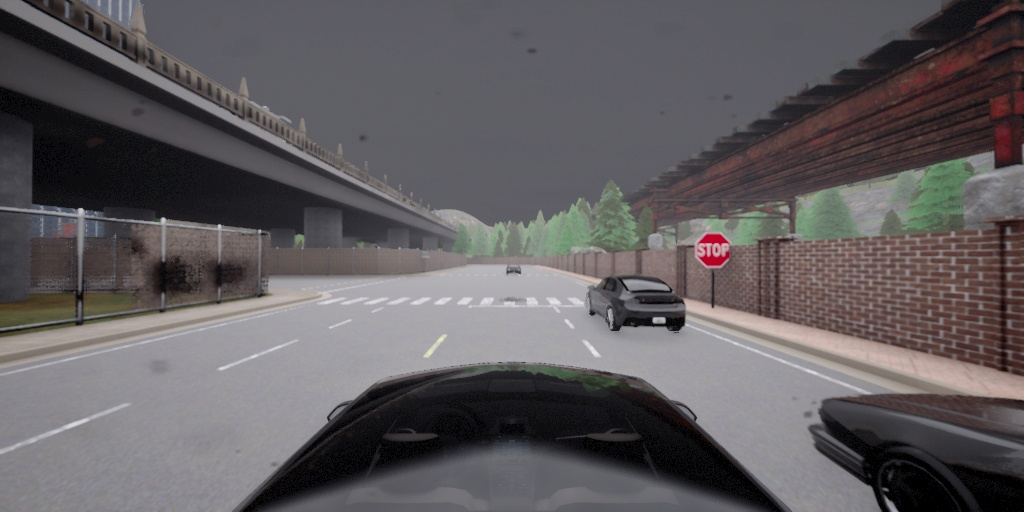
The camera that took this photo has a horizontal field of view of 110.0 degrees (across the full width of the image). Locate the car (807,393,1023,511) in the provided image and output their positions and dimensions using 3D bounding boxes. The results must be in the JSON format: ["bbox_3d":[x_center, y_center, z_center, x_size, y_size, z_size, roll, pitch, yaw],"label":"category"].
[{"bbox_3d":[3.600,1.289,0.745,2.033,1.411,5.357,0,0,0],"label":"car"}]

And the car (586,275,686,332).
[{"bbox_3d":[3.606,1.336,11.189,1.837,1.490,4.892,0,0,0],"label":"car"}]

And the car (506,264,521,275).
[{"bbox_3d":[0.202,1.722,45.686,1.895,1.301,4.718,0,0,-1],"label":"car"}]
